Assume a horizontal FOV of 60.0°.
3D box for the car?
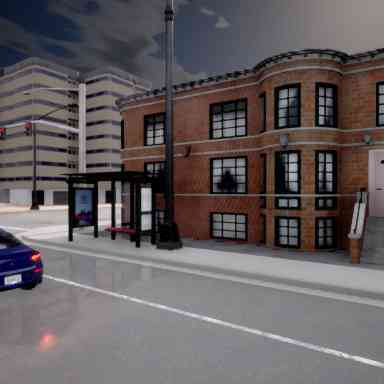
[{"bbox_3d":[-5.289,1.508,7.718,4.674,1.442,1.812,0,0,36],"label":"car"}]
